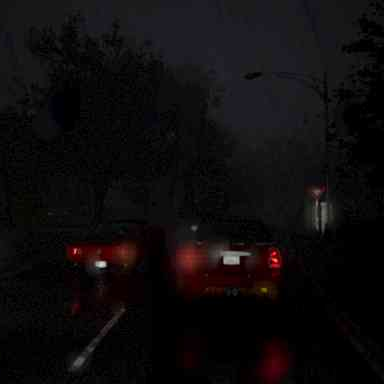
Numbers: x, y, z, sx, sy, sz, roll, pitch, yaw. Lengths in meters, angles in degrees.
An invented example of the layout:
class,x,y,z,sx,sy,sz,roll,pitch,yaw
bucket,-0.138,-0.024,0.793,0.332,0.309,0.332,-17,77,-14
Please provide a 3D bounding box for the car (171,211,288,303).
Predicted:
class,x,y,z,sx,sy,sz,roll,pitch,yaw
car,0.992,1.247,8.225,2.097,1.767,4.553,0,1,7

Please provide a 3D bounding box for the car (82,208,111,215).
class,x,y,z,sx,sy,sz,roll,pitch,yaw
car,-16.959,3.510,59.171,4.902,1.511,2.128,1,-3,-22

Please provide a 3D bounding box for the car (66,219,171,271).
class,x,y,z,sx,sy,sz,roll,pitch,yaw
car,-1.938,1.500,10.520,1.895,1.301,4.718,0,0,9

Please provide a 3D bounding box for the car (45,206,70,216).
class,x,y,z,sx,sy,sz,roll,pitch,yaw
car,-23.981,3.318,58.248,4.553,1.767,2.097,2,-4,-40

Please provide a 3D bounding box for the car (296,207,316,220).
class,x,y,z,sx,sy,sz,roll,pitch,yaw
car,13.521,2.548,39.175,1.837,1.490,4.892,1,-3,9
